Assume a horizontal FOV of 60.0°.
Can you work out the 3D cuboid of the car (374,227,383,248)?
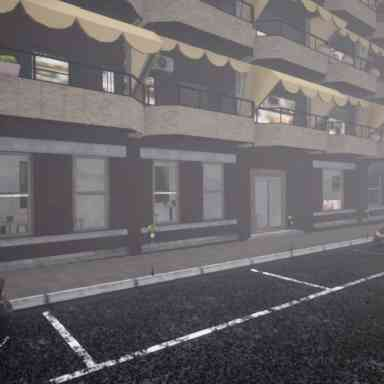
[{"bbox_3d":[9.055,1.578,13.553,4.206,1.307,1.802,0,-1,-37],"label":"car"}]

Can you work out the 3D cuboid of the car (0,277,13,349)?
[{"bbox_3d":[-4.339,1.551,3.402,4.403,1.369,2.008,0,-1,-37],"label":"car"}]
